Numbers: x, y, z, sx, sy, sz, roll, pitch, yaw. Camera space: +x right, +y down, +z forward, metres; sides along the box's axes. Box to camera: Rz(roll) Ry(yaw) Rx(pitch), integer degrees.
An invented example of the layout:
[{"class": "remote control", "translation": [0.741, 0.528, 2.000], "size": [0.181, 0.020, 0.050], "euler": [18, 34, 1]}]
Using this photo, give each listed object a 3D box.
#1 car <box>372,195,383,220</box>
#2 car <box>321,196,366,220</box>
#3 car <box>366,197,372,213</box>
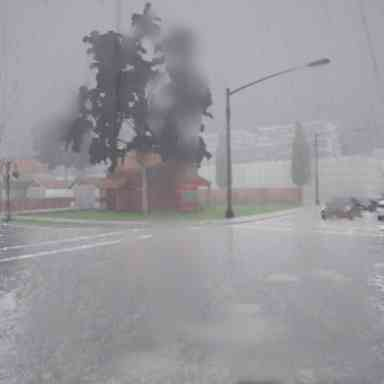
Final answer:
[{"class": "car", "translation": [14.929, 0.929, 24.098], "size": [2.150, 2.045, 5.566], "euler": [-1, 0, 37]}, {"class": "car", "translation": [11.358, 1.113, 25.173], "size": [2.097, 1.767, 4.553], "euler": [-1, 0, 37]}, {"class": "car", "translation": [16.535, 1.222, 32.089], "size": [1.994, 1.385, 4.181], "euler": [-1, 0, 38]}]
